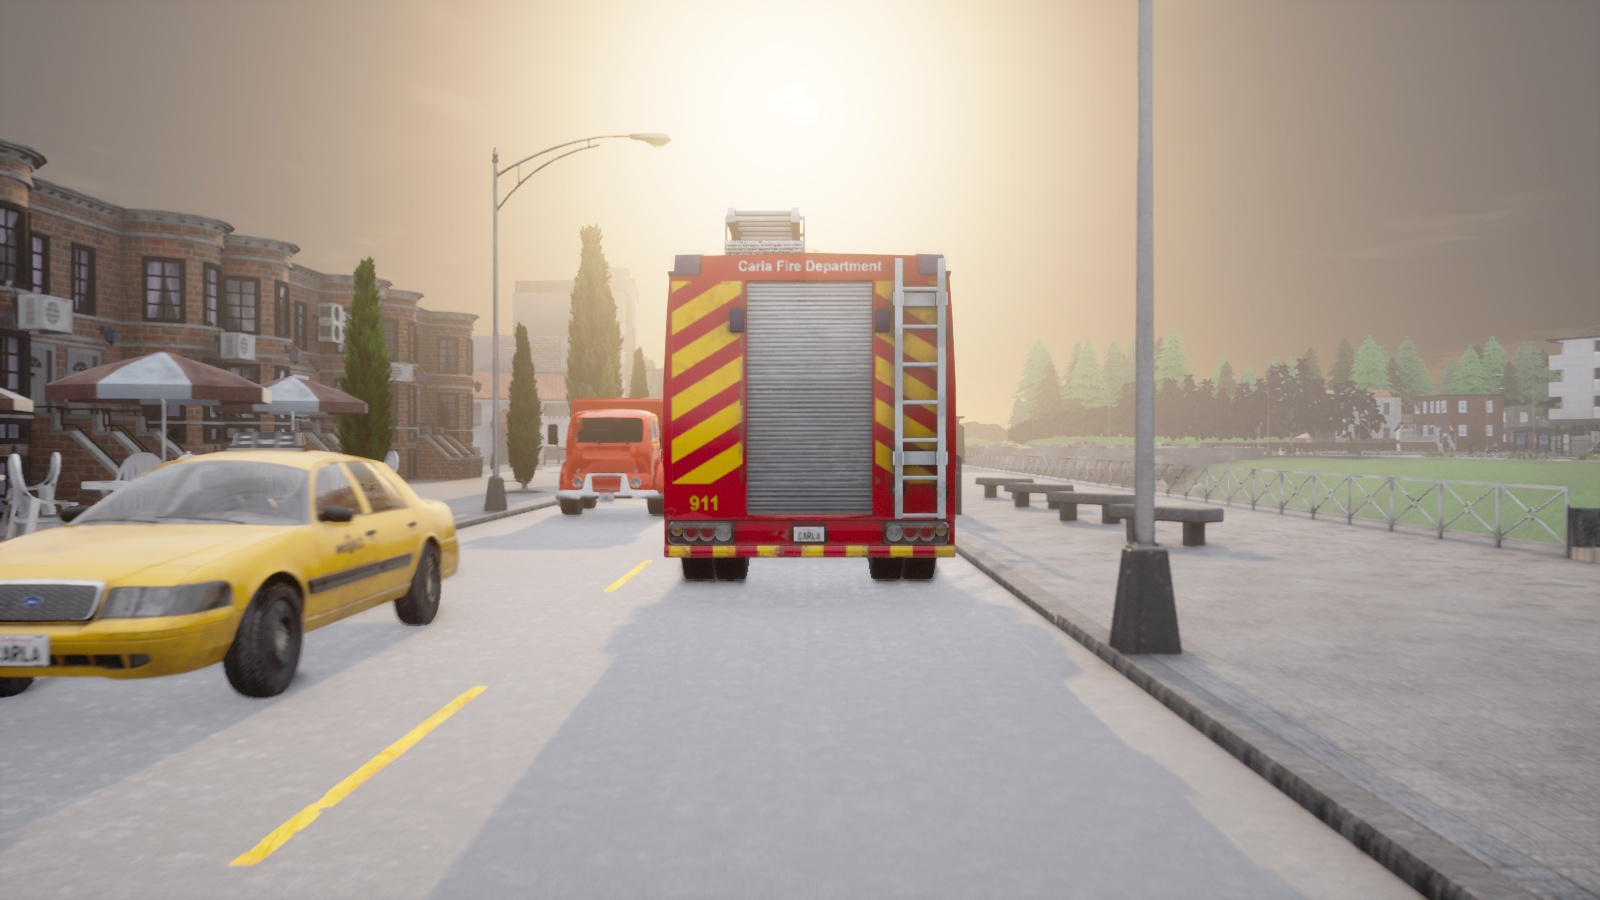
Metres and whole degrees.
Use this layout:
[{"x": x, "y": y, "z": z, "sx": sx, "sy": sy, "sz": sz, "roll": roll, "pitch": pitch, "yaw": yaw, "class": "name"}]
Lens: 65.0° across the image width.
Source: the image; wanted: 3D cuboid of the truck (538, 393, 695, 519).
[{"x": -3.832, "y": 0.102, "z": 27.359, "sx": 2.627, "sy": 2.467, "sz": 5.204, "roll": 0, "pitch": 0, "yaw": 0, "class": "truck"}]

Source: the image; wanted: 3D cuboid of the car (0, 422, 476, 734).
[{"x": -3.934, "y": 0.631, "z": 9.029, "sx": 1.801, "sy": 1.575, "sz": 5.366, "roll": 0, "pitch": 0, "yaw": 0, "class": "car"}]

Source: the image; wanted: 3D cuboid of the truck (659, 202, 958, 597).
[{"x": 0.107, "y": -0.510, "z": 16.402, "sx": 2.891, "sy": 3.827, "sz": 8.468, "roll": 0, "pitch": 0, "yaw": 0, "class": "truck"}]
